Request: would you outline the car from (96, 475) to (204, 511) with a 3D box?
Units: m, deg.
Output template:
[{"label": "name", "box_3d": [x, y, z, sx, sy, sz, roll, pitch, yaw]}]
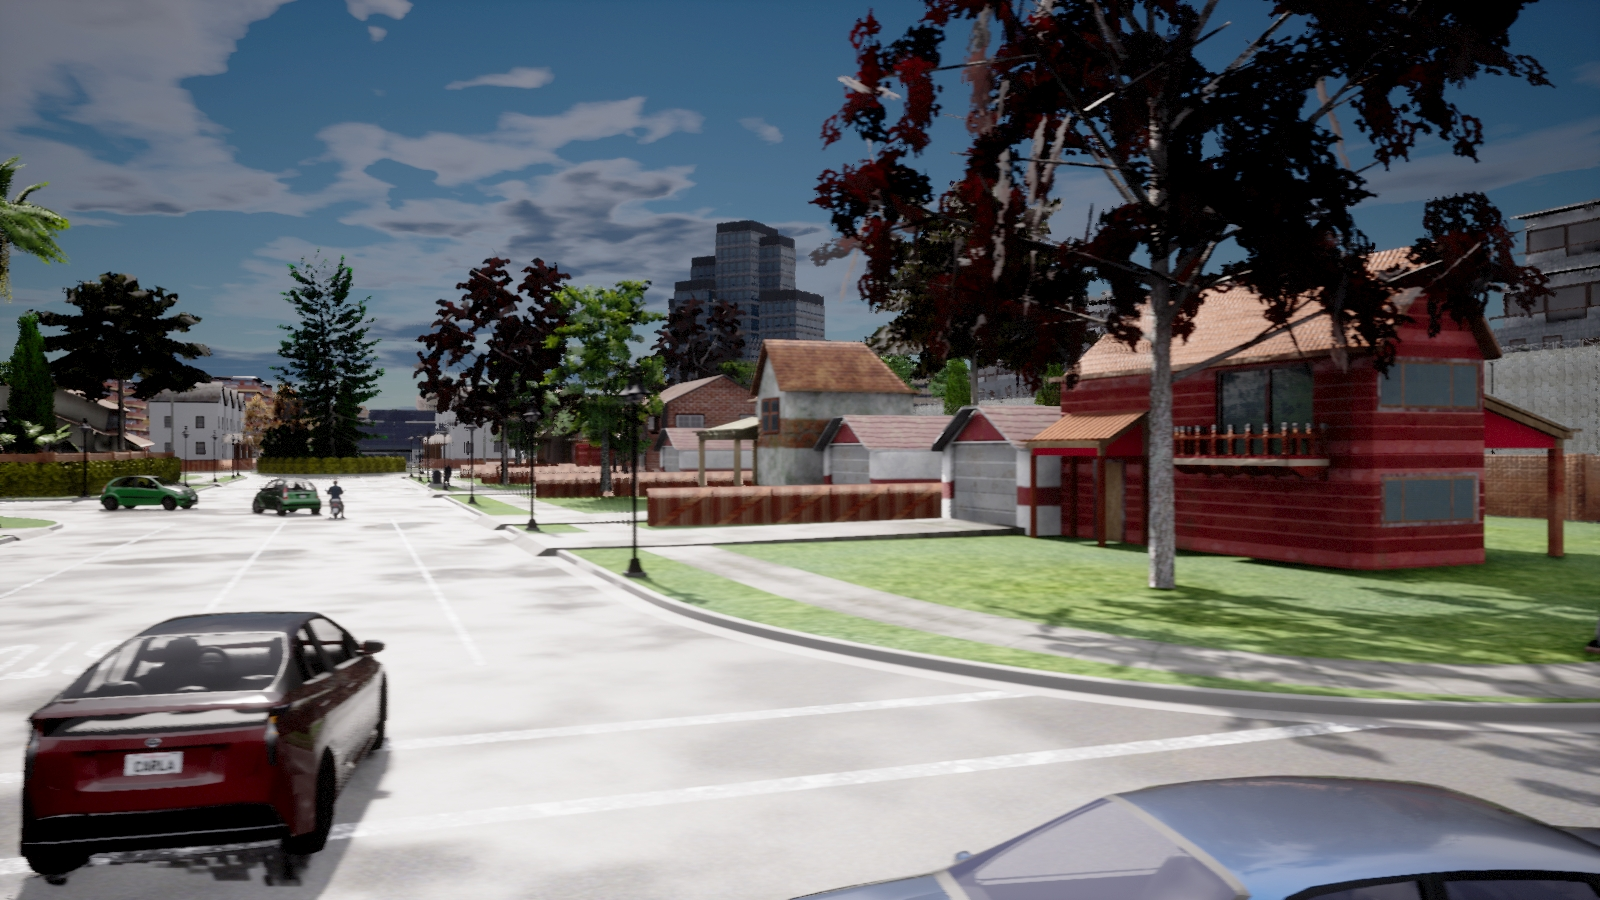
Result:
[{"label": "car", "box_3d": [-30.483, 1.996, 53.642, 3.988, 1.617, 1.851, 0, 0, 0]}]

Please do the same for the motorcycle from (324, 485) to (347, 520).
[{"label": "motorcycle", "box_3d": [-19.305, 2.172, 47.479, 0.856, 1.341, 1.805, 0, 0, -22]}]

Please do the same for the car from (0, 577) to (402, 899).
[{"label": "car", "box_3d": [-4.493, 2.041, 9.146, 2.007, 1.525, 4.514, 0, 0, -13]}]

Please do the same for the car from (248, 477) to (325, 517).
[{"label": "car", "box_3d": [-22.933, 2.049, 50.971, 1.851, 1.617, 3.988, 0, 0, -45]}]

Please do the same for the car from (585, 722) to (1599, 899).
[{"label": "car", "box_3d": [1.898, 2.097, 4.445, 5.357, 1.411, 2.033, 0, 0, -10]}]
